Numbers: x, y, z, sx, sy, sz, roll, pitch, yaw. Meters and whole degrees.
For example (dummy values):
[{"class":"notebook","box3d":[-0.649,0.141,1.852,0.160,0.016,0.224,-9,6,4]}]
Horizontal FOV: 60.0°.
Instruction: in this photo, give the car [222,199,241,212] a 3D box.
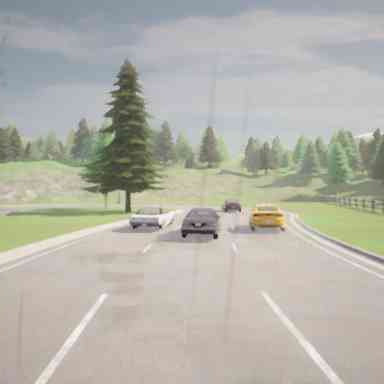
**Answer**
[{"class":"car","box3d":[4.596,1.555,39.668,1.812,1.442,4.674,1,0,-2]}]

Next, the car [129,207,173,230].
[{"class":"car","box3d":[-2.395,1.604,21.298,1.895,1.301,4.718,0,0,9]}]

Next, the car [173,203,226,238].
[{"class":"car","box3d":[0.607,1.557,17.839,2.033,1.411,5.357,0,0,7]}]

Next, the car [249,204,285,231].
[{"class":"car","box3d":[4.654,1.498,20.958,1.882,1.535,5.008,0,0,9]}]
